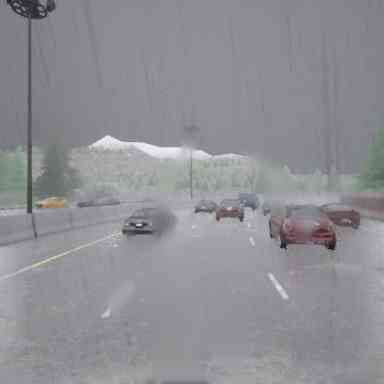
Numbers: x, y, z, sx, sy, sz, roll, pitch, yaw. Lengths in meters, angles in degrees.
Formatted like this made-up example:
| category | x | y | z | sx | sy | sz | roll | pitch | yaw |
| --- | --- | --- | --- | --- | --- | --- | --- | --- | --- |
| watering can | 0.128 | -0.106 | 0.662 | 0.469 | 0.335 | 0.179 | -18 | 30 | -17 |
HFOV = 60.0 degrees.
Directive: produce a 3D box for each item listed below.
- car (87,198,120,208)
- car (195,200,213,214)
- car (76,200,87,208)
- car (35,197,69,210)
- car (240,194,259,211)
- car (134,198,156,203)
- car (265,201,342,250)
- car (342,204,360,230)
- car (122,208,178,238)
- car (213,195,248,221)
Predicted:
| category | x | y | z | sx | sy | sz | roll | pitch | yaw |
| --- | --- | --- | --- | --- | --- | --- | --- | --- | --- |
| car | -11.022 | 1.500 | 42.950 | 1.837 | 1.490 | 4.892 | 0 | 0 | 17 |
| car | 1.680 | 1.558 | 35.775 | 1.994 | 1.385 | 4.181 | 0 | 0 | 15 |
| car | -13.812 | 1.594 | 45.813 | 1.895 | 1.301 | 4.718 | 0 | 0 | 18 |
| car | -18.205 | 1.471 | 43.295 | 1.882 | 1.535 | 5.008 | 0 | 0 | 16 |
| car | 7.051 | 1.215 | 41.556 | 2.150 | 2.045 | 5.566 | 0 | 0 | 19 |
| car | -6.405 | 1.540 | 46.012 | 2.033 | 1.411 | 5.357 | 0 | 0 | 18 |
| car | 4.654 | 1.349 | 14.603 | 2.097 | 1.767 | 4.553 | 0 | 0 | 6 |
| car | 9.185 | 1.474 | 21.438 | 1.882 | 1.535 | 5.008 | 0 | 0 | 10 |
| car | -2.063 | 1.545 | 17.615 | 2.033 | 1.411 | 5.357 | 0 | 0 | 8 |
| car | 3.250 | 1.347 | 27.349 | 2.097 | 1.767 | 4.553 | 0 | 0 | 11 |
